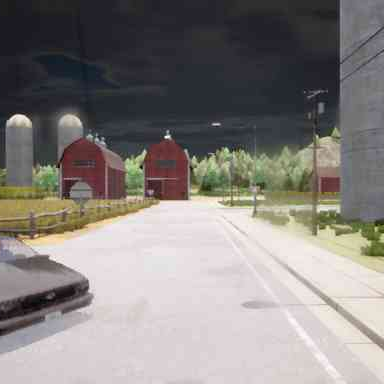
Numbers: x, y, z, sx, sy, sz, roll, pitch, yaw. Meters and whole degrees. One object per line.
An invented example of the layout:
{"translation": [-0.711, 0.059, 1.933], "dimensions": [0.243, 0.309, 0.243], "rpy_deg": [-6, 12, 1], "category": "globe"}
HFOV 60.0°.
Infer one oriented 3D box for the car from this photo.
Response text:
{"translation": [-4.371, 1.550, 6.658], "dimensions": [5.357, 1.411, 2.033], "rpy_deg": [0, 0, 33], "category": "car"}
